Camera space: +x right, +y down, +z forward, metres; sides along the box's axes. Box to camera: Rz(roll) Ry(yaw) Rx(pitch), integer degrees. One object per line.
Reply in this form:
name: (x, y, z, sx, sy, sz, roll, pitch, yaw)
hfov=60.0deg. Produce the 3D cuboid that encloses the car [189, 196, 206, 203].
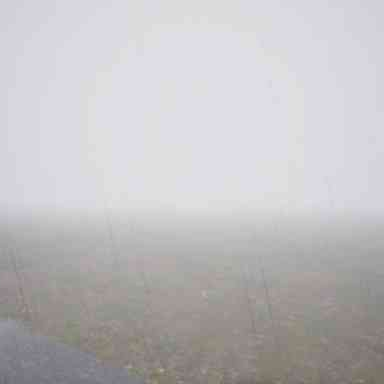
car: (1.581, 2.053, 91.012, 2.150, 2.045, 5.566, 1, 0, 36)
